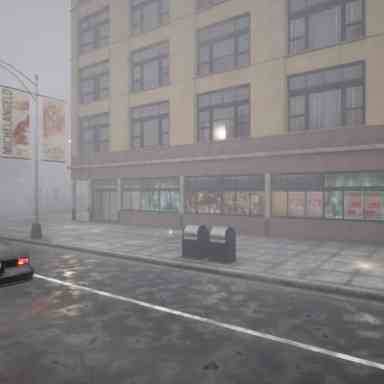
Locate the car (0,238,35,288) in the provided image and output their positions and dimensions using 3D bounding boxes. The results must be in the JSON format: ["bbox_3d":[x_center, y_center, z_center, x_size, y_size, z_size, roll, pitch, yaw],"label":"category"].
[{"bbox_3d":[-6.030,1.547,8.165,5.357,1.411,2.033,0,0,35],"label":"car"}]
